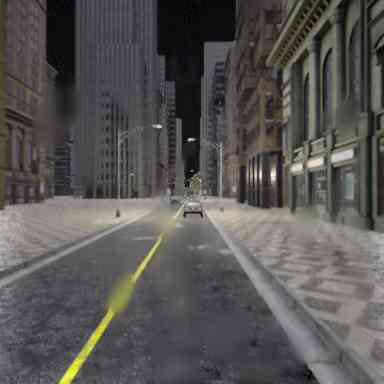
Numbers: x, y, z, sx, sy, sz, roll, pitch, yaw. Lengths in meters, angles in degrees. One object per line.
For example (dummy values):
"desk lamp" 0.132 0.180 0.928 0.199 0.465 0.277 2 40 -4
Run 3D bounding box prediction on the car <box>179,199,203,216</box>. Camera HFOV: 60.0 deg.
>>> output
"car" 0.104 1.552 32.088 2.033 1.411 5.357 0 0 0

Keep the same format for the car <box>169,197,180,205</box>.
"car" -3.019 1.567 59.963 2.033 1.411 5.357 0 0 1
